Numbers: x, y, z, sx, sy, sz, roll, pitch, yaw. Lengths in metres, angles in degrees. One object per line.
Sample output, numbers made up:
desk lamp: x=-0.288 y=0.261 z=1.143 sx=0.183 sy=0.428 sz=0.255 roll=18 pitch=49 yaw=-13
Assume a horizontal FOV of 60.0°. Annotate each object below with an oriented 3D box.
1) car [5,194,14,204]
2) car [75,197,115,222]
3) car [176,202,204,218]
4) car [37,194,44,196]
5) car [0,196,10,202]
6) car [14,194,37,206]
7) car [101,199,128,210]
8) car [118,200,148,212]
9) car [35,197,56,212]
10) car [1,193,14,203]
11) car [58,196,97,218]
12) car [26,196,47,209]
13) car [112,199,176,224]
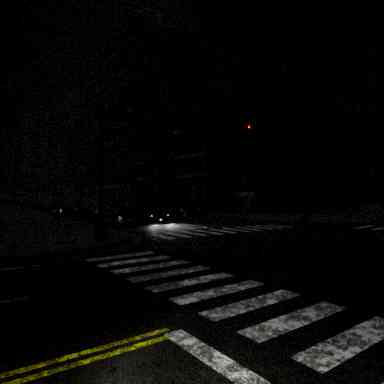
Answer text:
car: x=-32.763 y=1.553 z=61.617 sx=2.008 sy=1.369 sz=4.403 roll=0 pitch=0 yaw=-35
car: x=-7.202 y=1.423 z=25.697 sx=1.967 sy=1.590 sz=4.097 roll=0 pitch=0 yaw=-35
car: x=-0.663 y=1.581 z=30.349 sx=1.947 sy=1.339 sz=4.313 roll=0 pitch=0 yaw=-35
car: x=-35.810 y=1.491 z=79.741 sx=1.967 sy=1.590 sz=4.097 roll=0 pitch=0 yaw=-35
car: x=-42.349 y=1.601 z=75.087 sx=1.802 sy=1.307 sz=4.206 roll=0 pitch=0 yaw=-35
car: x=-26.373 y=1.432 z=52.637 sx=1.967 sy=1.590 sz=4.097 roll=0 pitch=0 yaw=-35
car: x=-10.249 y=1.580 z=43.820 sx=1.947 sy=1.339 sz=4.313 roll=0 pitch=0 yaw=-35
car: x=-7.054 y=1.595 z=39.330 sx=1.802 sy=1.307 sz=4.206 roll=0 pitch=0 yaw=-35
car: x=-16.787 y=1.564 z=39.167 sx=1.802 sy=1.307 sz=4.206 roll=0 pitch=0 yaw=-35
car: x=-39.153 y=1.558 z=70.597 sx=1.887 sy=1.381 sz=4.507 roll=0 pitch=0 yaw=-35
car: x=-10.397 y=1.422 z=30.187 sx=1.967 sy=1.590 sz=4.097 roll=0 pitch=0 yaw=-35
car: x=-19.982 y=1.535 z=43.657 sx=2.008 sy=1.369 sz=4.403 roll=0 pitch=0 yaw=-35
car: x=-3.765 y=1.541 z=25.212 sx=2.033 sy=1.411 sz=5.357 roll=0 pitch=0 yaw=-37
